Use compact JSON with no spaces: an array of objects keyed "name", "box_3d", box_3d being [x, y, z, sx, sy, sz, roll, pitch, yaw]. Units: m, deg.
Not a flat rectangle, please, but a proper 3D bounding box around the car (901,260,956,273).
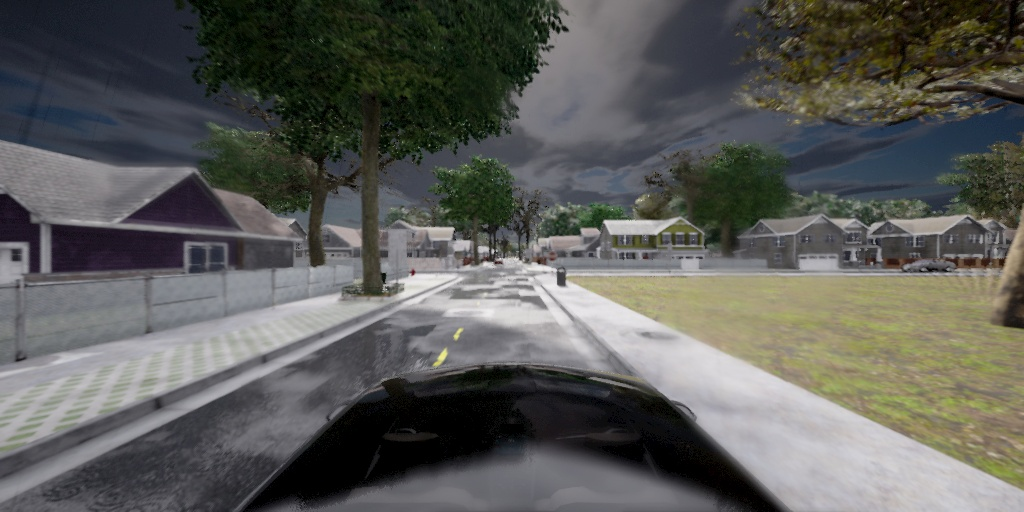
[{"name":"car","box_3d":[46.647,1.151,40.239,4.902,1.511,2.128,0,0,0]}]
